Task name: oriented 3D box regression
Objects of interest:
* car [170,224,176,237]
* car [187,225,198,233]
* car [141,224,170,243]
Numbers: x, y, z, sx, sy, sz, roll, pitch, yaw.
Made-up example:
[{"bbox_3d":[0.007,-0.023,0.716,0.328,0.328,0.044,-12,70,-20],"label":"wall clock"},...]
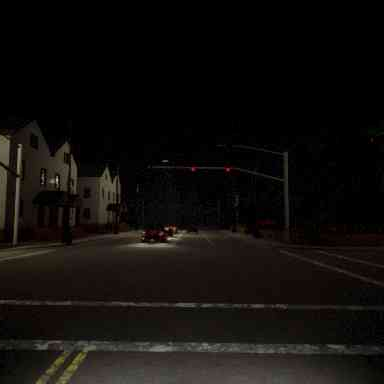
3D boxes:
[{"bbox_3d":[-3.515,5.127,42.877,1.994,1.385,4.181,0,-5,0],"label":"car"},{"bbox_3d":[0.094,6.472,57.910,2.033,1.411,5.357,0,-5,0],"label":"car"},{"bbox_3d":[-3.536,3.915,31.737,2.097,1.767,4.553,0,-5,0],"label":"car"}]
